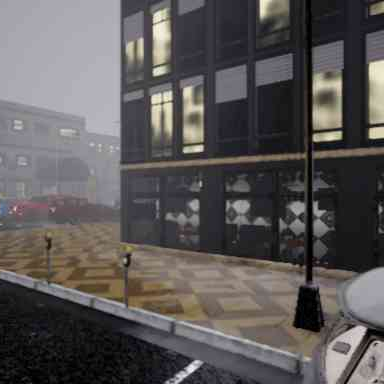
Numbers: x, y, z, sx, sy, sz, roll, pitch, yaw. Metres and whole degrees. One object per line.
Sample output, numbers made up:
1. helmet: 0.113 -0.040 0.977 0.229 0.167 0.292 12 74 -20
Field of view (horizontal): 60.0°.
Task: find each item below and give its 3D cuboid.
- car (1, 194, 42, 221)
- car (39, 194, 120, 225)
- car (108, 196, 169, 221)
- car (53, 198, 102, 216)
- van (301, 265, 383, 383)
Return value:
1. car: -11.899 1.198 27.095 2.150 2.045 5.566 0 0 35
2. car: -7.518 1.283 23.268 2.192 1.841 5.009 0 0 35
3. car: -4.320 1.301 27.772 2.192 1.841 5.009 0 0 35
4. car: -11.154 1.435 32.621 1.967 1.590 4.097 0 0 35
5. van: 2.364 1.346 1.151 3.998 1.788 1.690 0 0 36
